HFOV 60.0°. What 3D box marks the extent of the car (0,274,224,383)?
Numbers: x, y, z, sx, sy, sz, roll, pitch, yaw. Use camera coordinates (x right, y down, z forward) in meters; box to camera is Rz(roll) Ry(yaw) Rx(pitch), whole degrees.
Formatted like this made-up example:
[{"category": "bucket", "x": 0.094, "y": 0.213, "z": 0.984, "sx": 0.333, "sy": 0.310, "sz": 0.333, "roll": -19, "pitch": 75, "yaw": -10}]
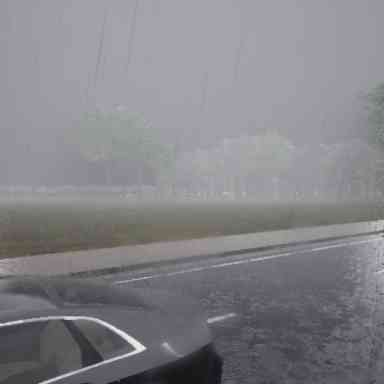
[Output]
[{"category": "car", "x": -1.988, "y": 1.505, "z": 2.269, "sx": 4.892, "sy": 1.490, "sz": 1.837, "roll": 0, "pitch": 0, "yaw": -36}]
